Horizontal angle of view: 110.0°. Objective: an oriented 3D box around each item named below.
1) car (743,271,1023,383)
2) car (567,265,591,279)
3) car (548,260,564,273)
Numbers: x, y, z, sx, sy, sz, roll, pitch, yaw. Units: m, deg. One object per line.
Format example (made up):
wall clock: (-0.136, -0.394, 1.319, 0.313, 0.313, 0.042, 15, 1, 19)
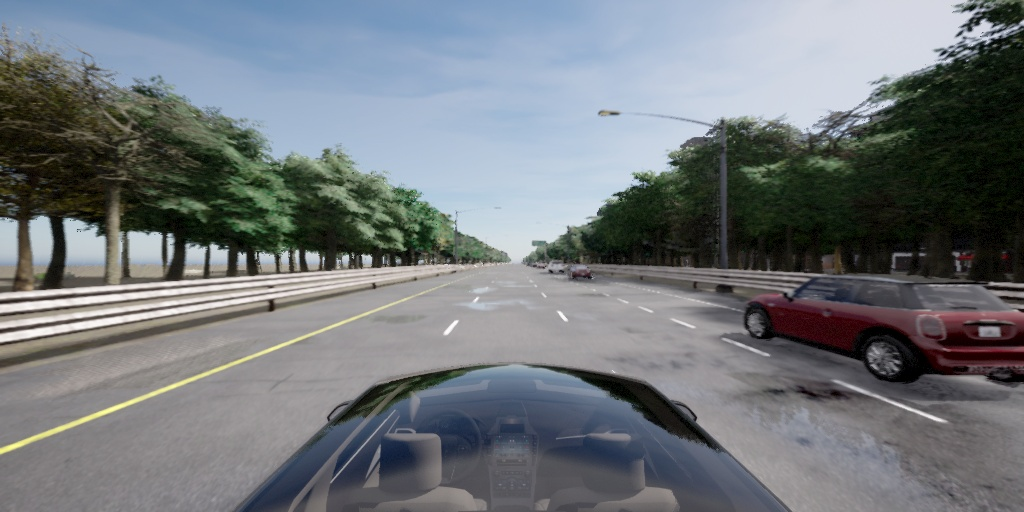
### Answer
car: (6.996, 1.143, 7.378, 2.097, 1.767, 4.553, 0, 0, 0)
car: (7.049, 1.679, 37.777, 1.812, 1.442, 4.674, 0, -1, 0)
car: (7.145, 1.754, 58.939, 2.150, 2.045, 5.566, 0, -1, 0)
